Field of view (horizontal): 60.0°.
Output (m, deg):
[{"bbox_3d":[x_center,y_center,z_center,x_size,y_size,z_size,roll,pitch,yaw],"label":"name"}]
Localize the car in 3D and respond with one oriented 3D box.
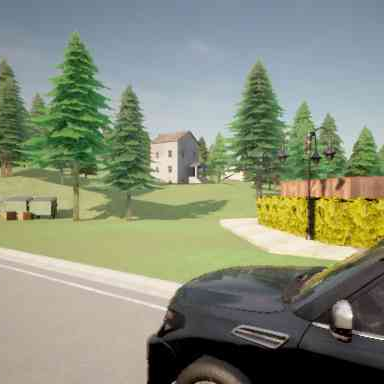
[{"bbox_3d":[2.209,1.222,2.410,5.566,2.045,2.150,0,0,36],"label":"car"}]
